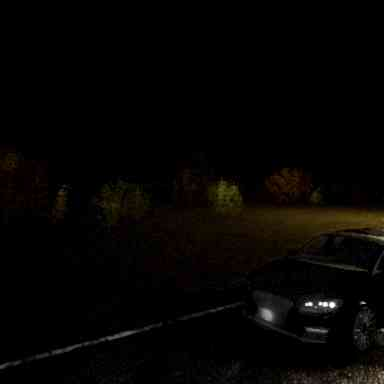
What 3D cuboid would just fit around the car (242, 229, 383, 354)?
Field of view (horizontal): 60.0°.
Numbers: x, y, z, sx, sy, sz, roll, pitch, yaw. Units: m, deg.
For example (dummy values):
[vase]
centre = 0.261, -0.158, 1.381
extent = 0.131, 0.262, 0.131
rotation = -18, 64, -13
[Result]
[car]
centre = 3.076, 1.494, 6.188
extent = 4.902, 1.511, 2.128
rotation = 0, 0, -35
